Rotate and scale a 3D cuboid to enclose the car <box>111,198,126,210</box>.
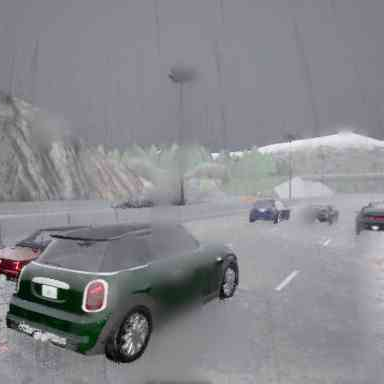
[{"bbox_3d":[-8.334,1.520,42.853,2.128,1.511,4.902,0,0,30],"label":"car"}]

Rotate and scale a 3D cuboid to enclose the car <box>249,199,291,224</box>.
[{"bbox_3d":[5.998,1.367,25.199,2.097,1.767,4.553,0,0,30],"label":"car"}]

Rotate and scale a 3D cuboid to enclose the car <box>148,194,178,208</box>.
[{"bbox_3d":[-2.332,1.246,39.254,2.150,2.045,5.566,0,0,30],"label":"car"}]

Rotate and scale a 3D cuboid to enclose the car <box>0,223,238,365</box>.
[{"bbox_3d":[-0.814,1.355,6.265,2.097,1.767,4.553,0,0,31],"label":"car"}]

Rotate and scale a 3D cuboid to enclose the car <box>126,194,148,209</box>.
[{"bbox_3d":[-5.177,1.248,41.329,2.150,2.045,5.566,0,0,30],"label":"car"}]

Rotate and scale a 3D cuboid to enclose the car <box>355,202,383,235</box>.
[{"bbox_3d":[10.203,1.513,18.432,1.837,1.490,4.892,0,0,30],"label":"car"}]

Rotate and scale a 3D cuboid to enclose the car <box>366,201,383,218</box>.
[{"bbox_3d":[17.745,1.618,31.709,1.895,1.301,4.718,0,0,30],"label":"car"}]

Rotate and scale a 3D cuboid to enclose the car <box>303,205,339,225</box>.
[{"bbox_3d":[9.498,1.615,24.272,1.895,1.301,4.718,0,0,30],"label":"car"}]

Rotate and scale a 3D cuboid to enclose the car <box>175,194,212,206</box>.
[{"bbox_3d":[0.520,1.376,37.187,2.097,1.767,4.553,0,0,30],"label":"car"}]
